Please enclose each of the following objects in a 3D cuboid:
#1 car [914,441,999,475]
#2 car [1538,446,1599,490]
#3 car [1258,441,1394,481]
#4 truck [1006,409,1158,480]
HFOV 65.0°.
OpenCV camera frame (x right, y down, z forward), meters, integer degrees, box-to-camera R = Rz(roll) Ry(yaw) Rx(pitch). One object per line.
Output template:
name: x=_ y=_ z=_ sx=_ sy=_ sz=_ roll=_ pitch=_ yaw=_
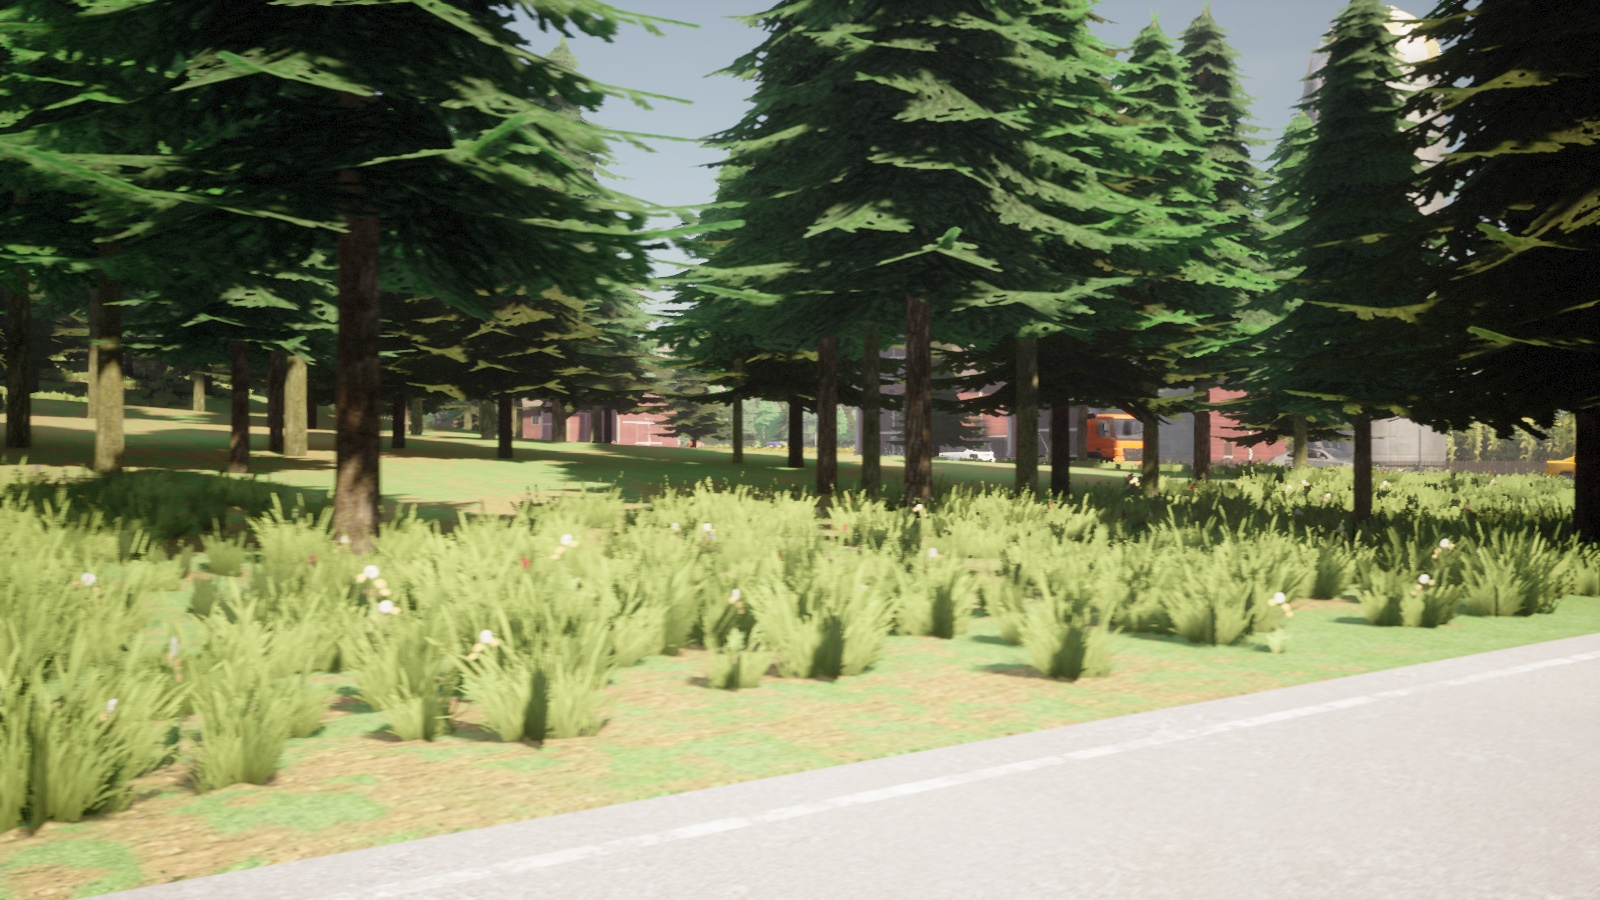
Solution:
car: x=9.807 y=0.497 z=78.962 sx=2.150 sy=2.045 sz=5.566 roll=0 pitch=0 yaw=-34
car: x=29.160 y=0.630 z=44.376 sx=1.882 sy=1.535 sz=5.008 roll=0 pitch=0 yaw=-34
car: x=22.571 y=0.468 z=54.036 sx=2.152 sy=1.651 sz=5.027 roll=0 pitch=0 yaw=-34
truck: x=14.610 y=-0.247 z=65.708 sx=2.891 sy=3.462 sz=7.936 roll=0 pitch=0 yaw=-34
